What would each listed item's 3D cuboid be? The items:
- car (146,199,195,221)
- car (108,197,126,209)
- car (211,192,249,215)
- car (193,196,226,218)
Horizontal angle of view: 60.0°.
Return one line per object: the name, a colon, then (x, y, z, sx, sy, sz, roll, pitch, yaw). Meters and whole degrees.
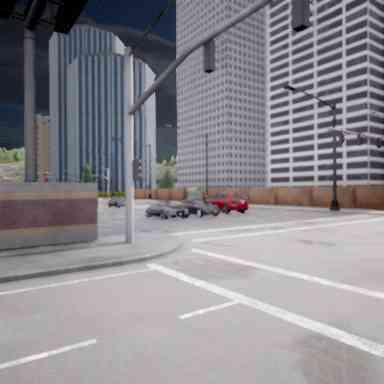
car: (-1.991, 1.443, 26.269, 1.994, 1.385, 4.181, -1, 0, -35)
car: (-9.185, 1.339, 42.495, 2.128, 1.511, 4.902, -1, 0, -35)
car: (2.954, 1.035, 31.780, 2.150, 2.045, 5.566, -1, 0, -36)
car: (0.459, 1.352, 28.863, 1.837, 1.490, 4.892, -1, 1, -35)
